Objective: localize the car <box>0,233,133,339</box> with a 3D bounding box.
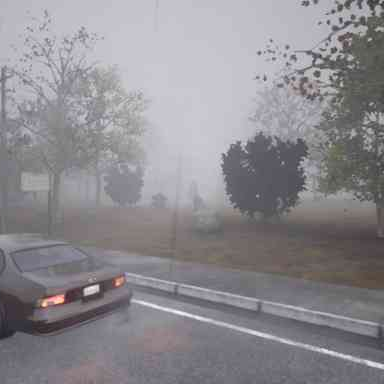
[{"bbox_3d":[-3.579,1.544,6.535,5.357,1.411,2.033,0,0,35],"label":"car"}]
